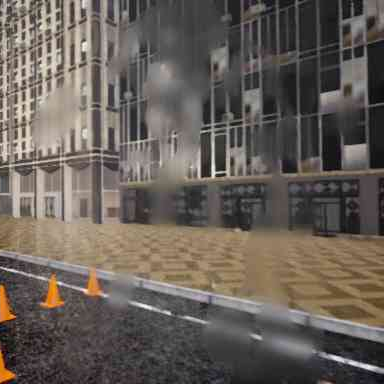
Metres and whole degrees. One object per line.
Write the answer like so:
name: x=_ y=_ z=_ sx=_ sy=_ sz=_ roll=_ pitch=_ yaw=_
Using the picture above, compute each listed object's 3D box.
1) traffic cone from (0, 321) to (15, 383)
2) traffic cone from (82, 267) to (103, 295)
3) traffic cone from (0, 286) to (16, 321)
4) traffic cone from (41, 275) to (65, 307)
traffic cone: x=-2.416 y=1.990 z=4.077 sx=0.340 sy=0.580 sz=0.340 roll=0 pitch=-1 yaw=36
traffic cone: x=-2.284 y=2.027 z=7.679 sx=0.340 sy=0.580 sz=0.340 roll=0 pitch=-1 yaw=36
traffic cone: x=-3.454 y=2.007 z=6.058 sx=0.340 sy=0.580 sz=0.340 roll=0 pitch=-1 yaw=36
traffic cone: x=-2.869 y=2.017 z=6.869 sx=0.340 sy=0.580 sz=0.340 roll=0 pitch=-1 yaw=36
